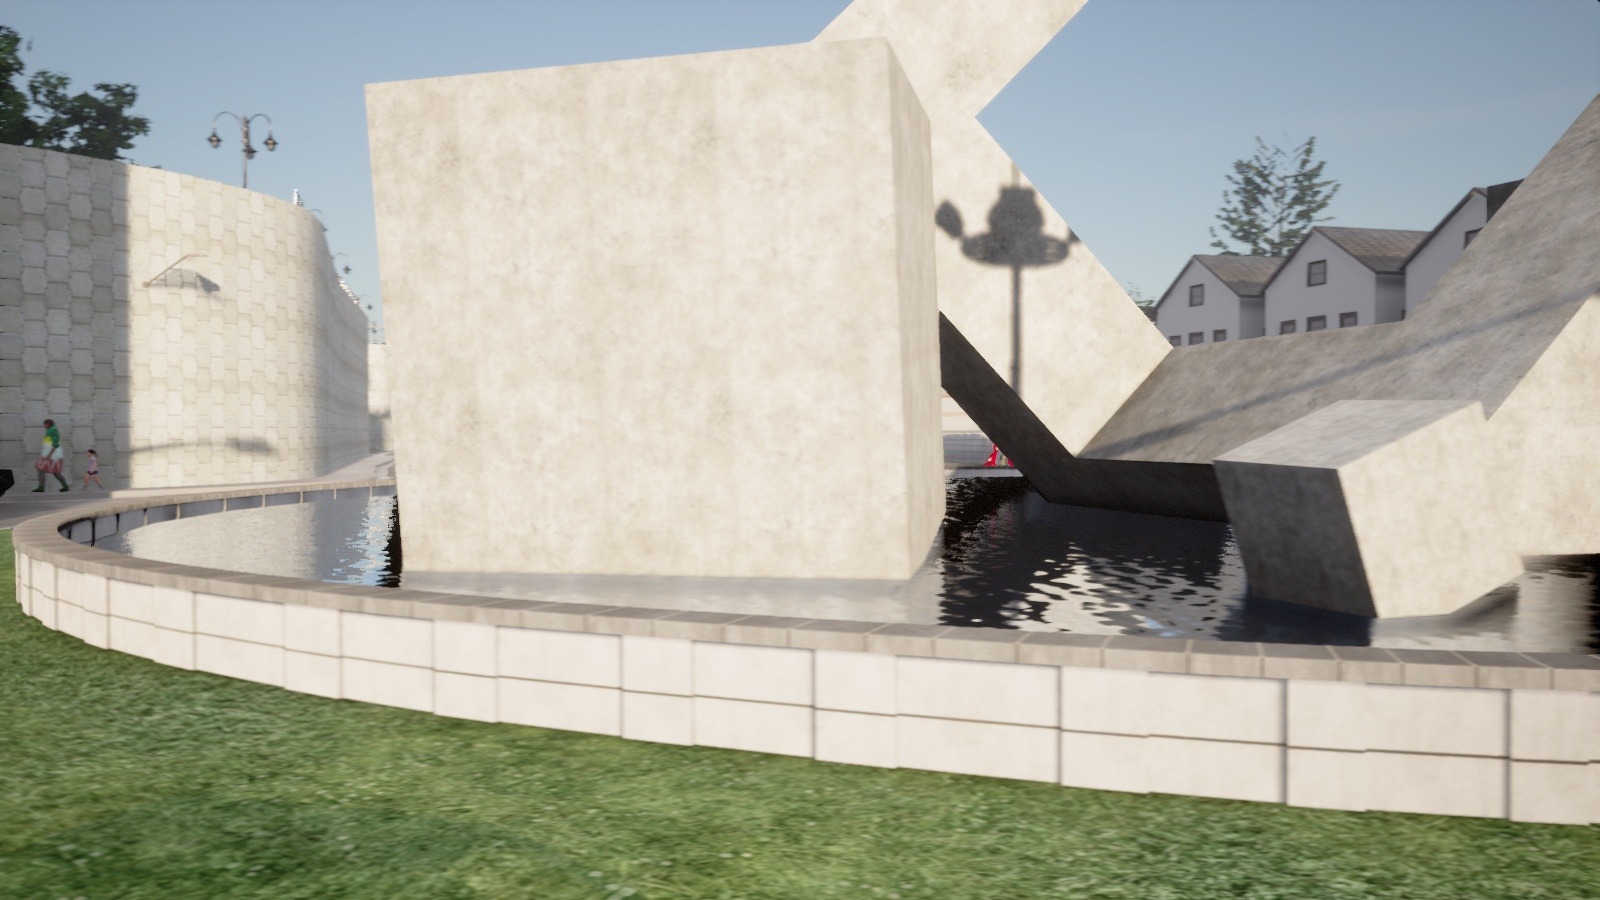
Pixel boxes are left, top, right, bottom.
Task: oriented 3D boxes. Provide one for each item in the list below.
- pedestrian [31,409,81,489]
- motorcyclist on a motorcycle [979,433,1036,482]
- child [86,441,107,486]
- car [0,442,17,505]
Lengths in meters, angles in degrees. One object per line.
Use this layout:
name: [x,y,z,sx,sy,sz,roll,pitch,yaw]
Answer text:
pedestrian: [-18.432,-0.032,31.128,0.659,1.952,0.873,1,1,38]
motorcyclist on a motorcycle: [6.875,0.230,41.715,1.817,1.590,0.866,0,2,7]
child: [-17.874,0.340,31.895,0.255,1.110,0.394,1,1,39]
car: [-18.755,0.493,25.295,1.895,1.301,4.718,1,1,40]
